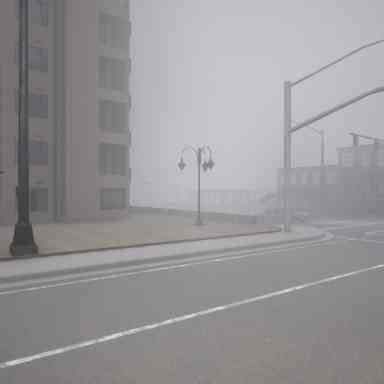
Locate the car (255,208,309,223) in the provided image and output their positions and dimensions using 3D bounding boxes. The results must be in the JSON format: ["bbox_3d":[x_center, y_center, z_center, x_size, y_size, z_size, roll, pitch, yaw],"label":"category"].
[{"bbox_3d":[7.985,2.096,29.843,1.895,1.301,4.718,0,-4,-36],"label":"car"}]

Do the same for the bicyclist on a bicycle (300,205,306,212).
[{"bbox_3d":[13.605,2.464,40.705,1.656,1.620,0.582,0,-8,-35],"label":"bicyclist on a bicycle"}]
